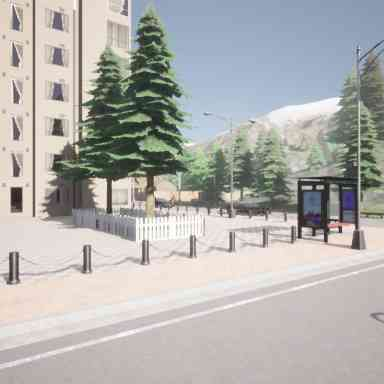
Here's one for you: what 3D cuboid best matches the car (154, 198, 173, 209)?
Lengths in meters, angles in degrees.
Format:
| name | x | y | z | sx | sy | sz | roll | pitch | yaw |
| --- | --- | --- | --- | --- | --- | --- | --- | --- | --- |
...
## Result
| name | x | y | z | sx | sy | sz | roll | pitch | yaw |
| --- | --- | --- | --- | --- | --- | --- | --- | --- | --- |
| car | -4.504 | 1.530 | 46.588 | 1.882 | 1.535 | 5.008 | 0 | 0 | -35 |

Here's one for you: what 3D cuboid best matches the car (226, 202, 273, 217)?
| name | x | y | z | sx | sy | sz | roll | pitch | yaw |
| --- | --- | --- | --- | --- | --- | --- | --- | --- | --- |
| car | 5.533 | 1.616 | 32.119 | 1.895 | 1.301 | 4.718 | 0 | 0 | -35 |
